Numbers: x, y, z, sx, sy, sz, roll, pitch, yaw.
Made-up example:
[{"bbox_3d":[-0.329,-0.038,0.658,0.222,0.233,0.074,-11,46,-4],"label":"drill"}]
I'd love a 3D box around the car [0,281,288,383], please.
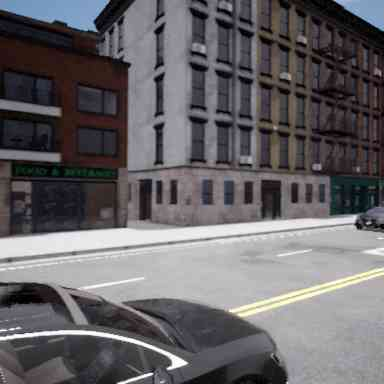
[{"bbox_3d":[-1.331,1.505,2.490,4.892,1.490,1.837,0,0,-36],"label":"car"}]

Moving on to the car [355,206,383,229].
[{"bbox_3d":[11.603,1.558,19.953,4.181,1.385,1.994,0,0,-35],"label":"car"}]
